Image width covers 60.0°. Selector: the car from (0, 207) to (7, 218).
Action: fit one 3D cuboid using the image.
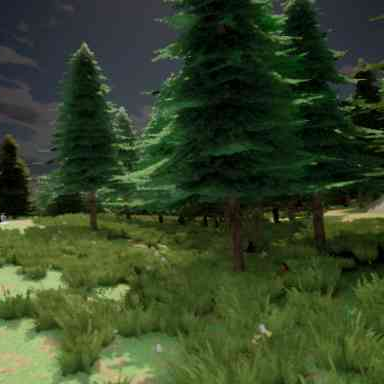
[{"bbox_3d":[-14.564,1.524,22.871,2.128,1.511,4.902,-4,0,-5],"label":"car"}]
